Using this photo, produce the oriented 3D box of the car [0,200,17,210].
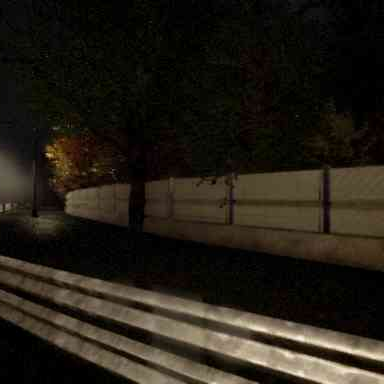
[{"bbox_3d":[-32.892,2.430,58.919,2.128,1.511,4.902,1,-1,-23],"label":"car"}]
